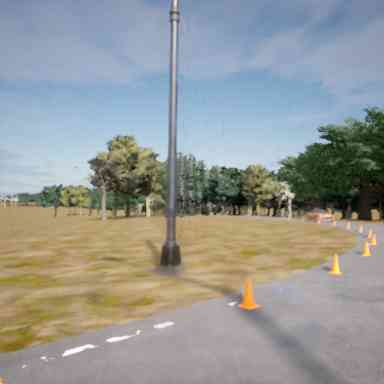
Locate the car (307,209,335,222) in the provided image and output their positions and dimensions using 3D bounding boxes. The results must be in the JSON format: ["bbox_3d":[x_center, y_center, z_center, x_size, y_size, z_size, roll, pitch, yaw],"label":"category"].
[{"bbox_3d":[17.490,3.177,45.247,2.097,1.767,4.553,1,-3,-5],"label":"car"}]

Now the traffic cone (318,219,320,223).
[{"bbox_3d":[15.563,3.547,40.651,0.340,0.580,0.340,1,-3,-1],"label":"traffic cone"}]

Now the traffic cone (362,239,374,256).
[{"bbox_3d":[7.379,2.382,14.048,0.340,0.580,0.340,0,-2,35],"label":"traffic cone"}]

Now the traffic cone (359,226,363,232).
[{"bbox_3d":[13.573,2.938,26.702,0.340,0.580,0.340,0,-2,17],"label":"traffic cone"}]

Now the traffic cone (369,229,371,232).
[{"bbox_3d":[11.954,2.753,22.275,0.340,0.580,0.340,0,-2,23],"label":"traffic cone"}]

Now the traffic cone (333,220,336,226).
[{"bbox_3d":[15.388,3.333,35.940,0.340,0.580,0.340,0,-2,5],"label":"traffic cone"}]

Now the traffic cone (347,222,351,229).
[{"bbox_3d":[14.722,3.129,31.274,0.340,0.580,0.340,0,-2,11],"label":"traffic cone"}]

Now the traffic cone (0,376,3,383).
[{"bbox_3d":[-2.424,2.001,3.912,0.340,0.580,0.340,1,-1,-37],"label":"traffic cone"}]

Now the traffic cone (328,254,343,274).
[{"bbox_3d":[4.472,2.217,10.334,0.340,0.580,0.340,0,-2,41],"label":"traffic cone"}]

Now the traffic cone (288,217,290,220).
[{"bbox_3d":[14.709,4.014,50.313,0.340,0.580,0.340,1,-3,-7],"label":"traffic cone"}]

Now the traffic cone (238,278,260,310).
[{"bbox_3d":[1.192,2.090,6.943,0.340,0.580,0.340,2,-2,-43],"label":"traffic cone"}]

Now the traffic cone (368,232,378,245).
[{"bbox_3d":[9.882,2.567,18.043,0.340,0.580,0.340,0,-2,29],"label":"traffic cone"}]
